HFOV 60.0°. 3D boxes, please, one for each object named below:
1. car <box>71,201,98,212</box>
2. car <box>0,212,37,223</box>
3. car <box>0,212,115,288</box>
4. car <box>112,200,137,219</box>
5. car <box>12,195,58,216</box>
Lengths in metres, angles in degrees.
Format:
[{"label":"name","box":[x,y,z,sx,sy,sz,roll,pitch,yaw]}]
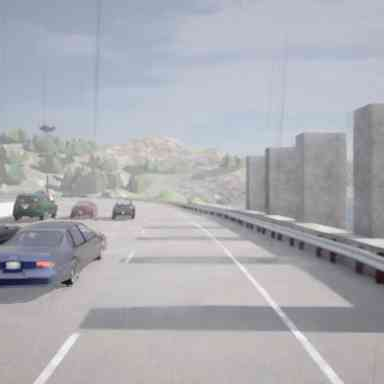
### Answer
[{"label":"car","box":[-9.486,1.509,29.519,1.812,1.442,4.674,0,0,-9]},{"label":"car","box":[-7.405,1.603,11.491,1.895,1.301,4.718,0,0,-3]},{"label":"car","box":[-3.778,1.544,9.324,2.033,1.411,5.357,0,0,-3]},{"label":"car","box":[-5.849,1.468,28.938,2.128,1.511,4.902,0,0,-9]},{"label":"car","box":[-12.625,1.218,27.056,2.150,2.045,5.566,0,0,-8]}]
